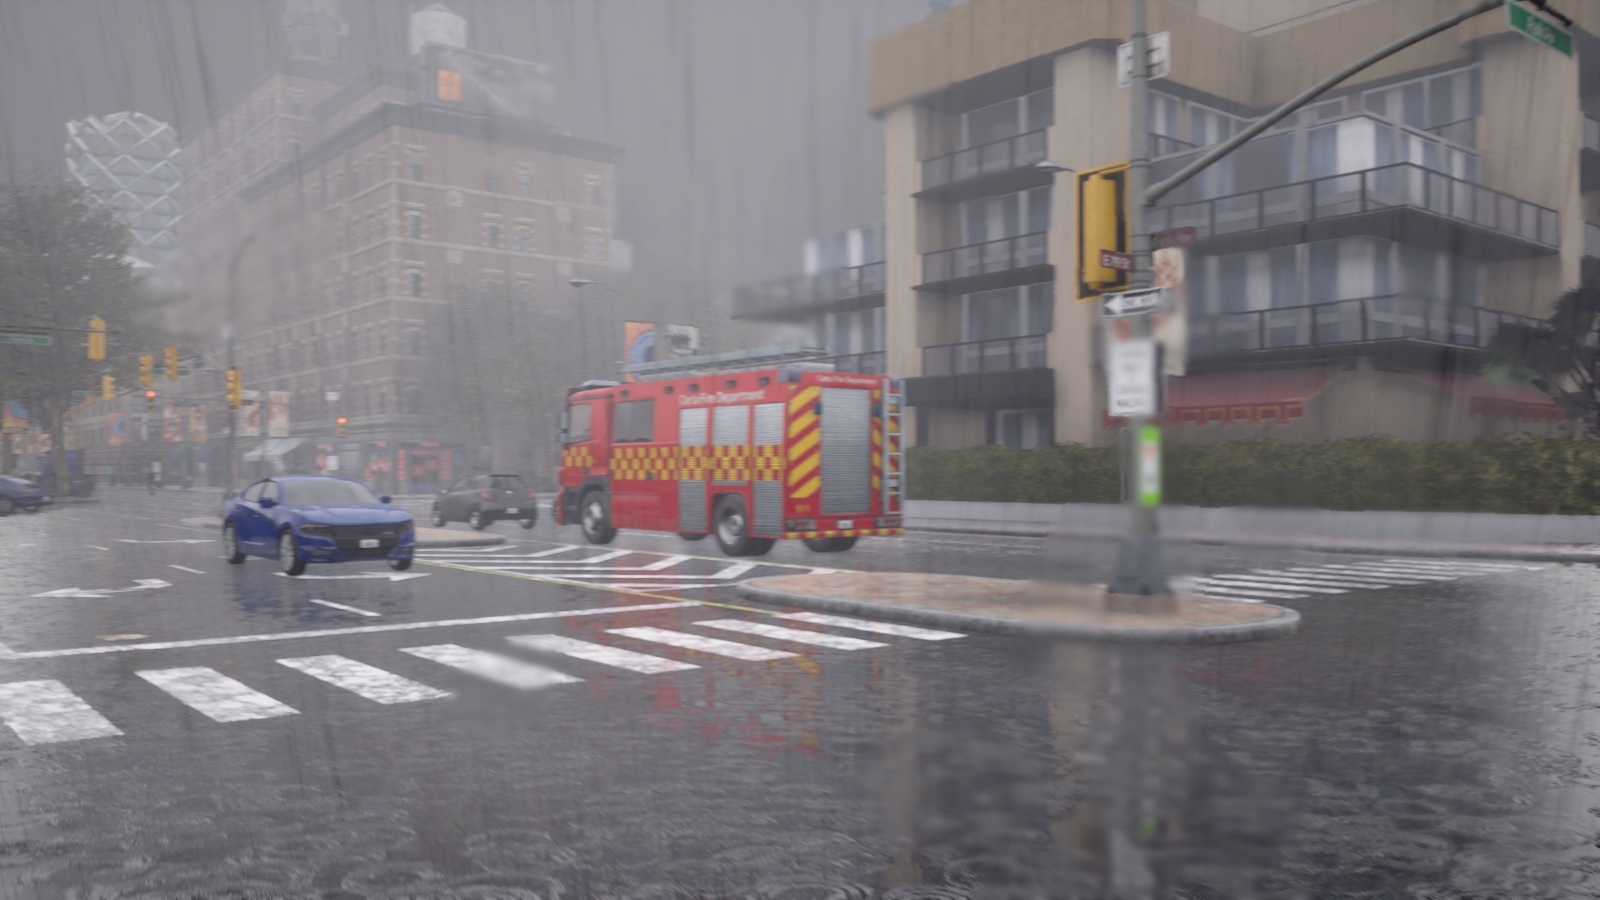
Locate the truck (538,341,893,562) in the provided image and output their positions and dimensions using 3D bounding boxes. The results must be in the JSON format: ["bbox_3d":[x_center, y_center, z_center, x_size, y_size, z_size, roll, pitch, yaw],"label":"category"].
[{"bbox_3d":[-2.076,0.104,25.876,2.891,3.827,8.468,0,-1,-39],"label":"truck"}]

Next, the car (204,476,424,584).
[{"bbox_3d":[-8.082,1.205,20.576,1.882,1.535,5.008,0,-1,-39],"label":"car"}]

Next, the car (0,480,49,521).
[{"bbox_3d":[-30.330,1.857,45.847,4.674,1.442,1.812,0,-1,-3],"label":"car"}]

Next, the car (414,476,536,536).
[{"bbox_3d":[-8.876,1.477,34.168,1.845,1.501,3.633,0,-1,-39],"label":"car"}]

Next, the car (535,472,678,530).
[{"bbox_3d":[-5.552,1.408,35.634,2.007,1.525,4.514,0,-1,-39],"label":"car"}]
